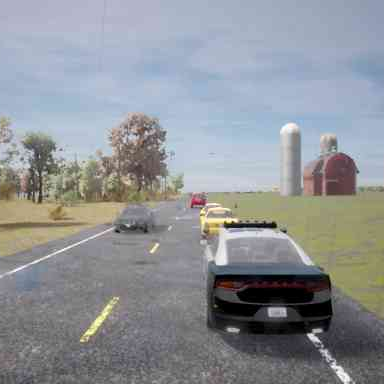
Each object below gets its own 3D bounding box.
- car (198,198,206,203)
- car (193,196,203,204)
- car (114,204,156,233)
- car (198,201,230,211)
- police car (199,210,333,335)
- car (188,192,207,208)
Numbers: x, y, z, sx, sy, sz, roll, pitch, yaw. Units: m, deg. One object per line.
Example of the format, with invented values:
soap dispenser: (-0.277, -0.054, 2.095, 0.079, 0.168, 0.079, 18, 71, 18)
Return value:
car: (1.479, 1.455, 23.174, 1.801, 1.575, 5.366, 0, 0, 1)
car: (1.134, 1.483, 64.168, 1.837, 1.490, 4.892, 0, 0, 1)
car: (-3.233, 1.505, 19.594, 1.837, 1.490, 4.892, 0, 0, 1)
car: (1.376, 1.456, 17.174, 1.801, 1.575, 5.366, 0, 0, 1)
police car: (1.203, 1.426, 7.095, 1.930, 1.638, 5.238, 0, 0, 1)
car: (0.906, 1.212, 47.273, 2.150, 2.045, 5.566, 0, 0, 0)
